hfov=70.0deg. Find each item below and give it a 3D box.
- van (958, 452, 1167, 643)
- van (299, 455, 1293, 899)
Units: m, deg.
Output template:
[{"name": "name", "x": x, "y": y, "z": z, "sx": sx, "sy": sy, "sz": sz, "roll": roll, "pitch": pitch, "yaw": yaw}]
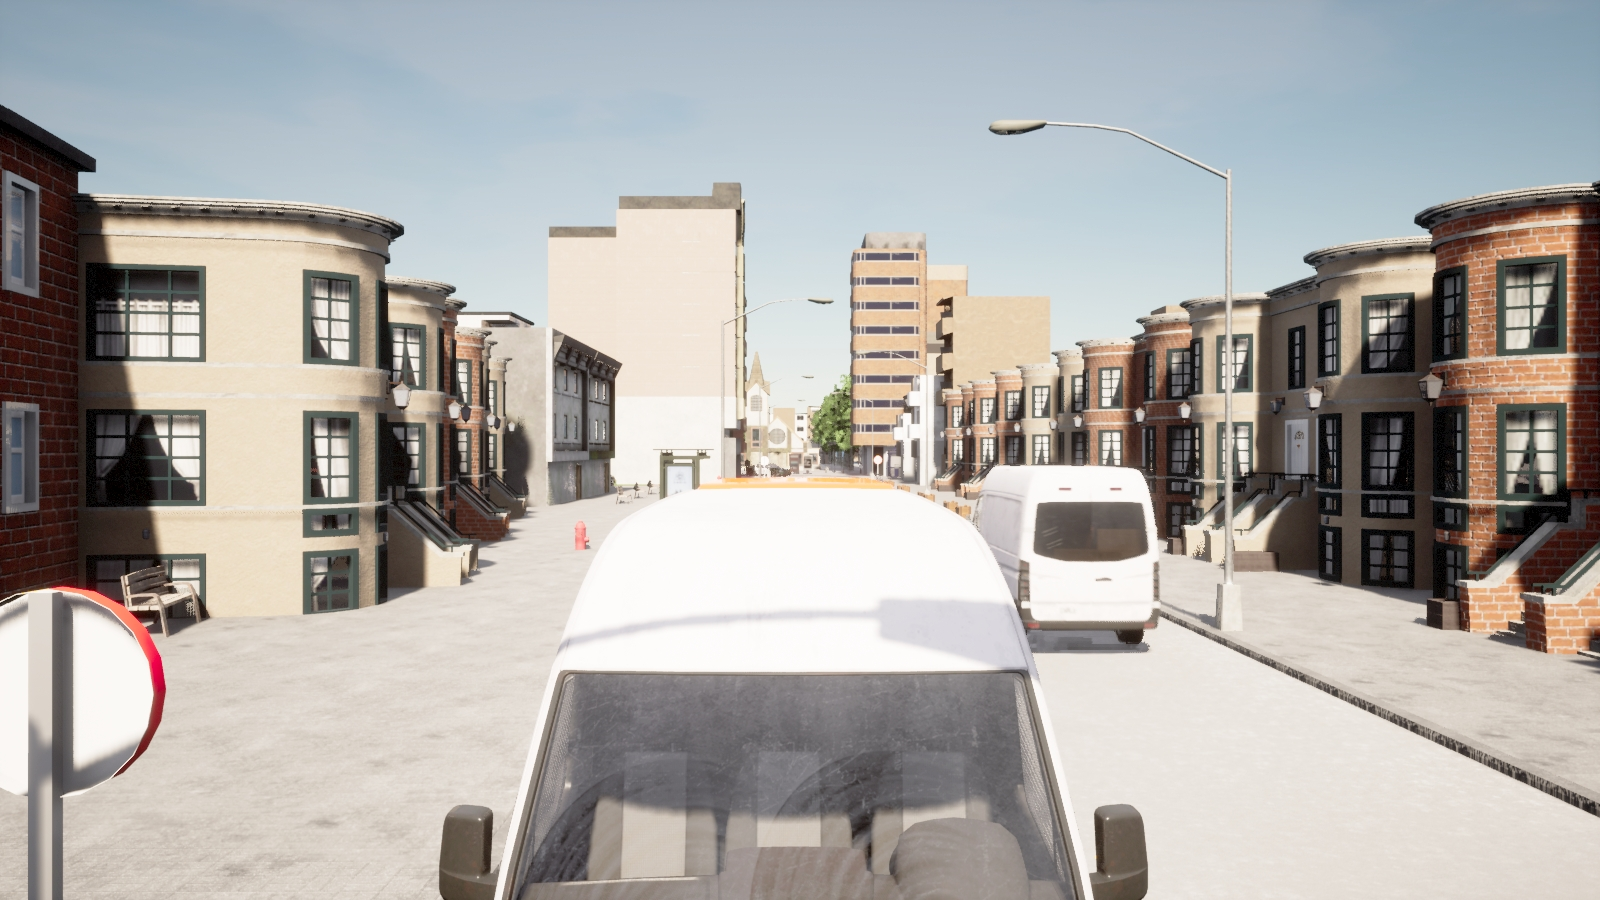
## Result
[{"name": "van", "x": 3.940, "y": 1.315, "z": 18.338, "sx": 1.988, "sy": 2.561, "sz": 5.915, "roll": 0, "pitch": 0, "yaw": 0}, {"name": "van", "x": -0.019, "y": 1.314, "z": 5.243, "sx": 1.988, "sy": 2.561, "sz": 5.915, "roll": 0, "pitch": 0, "yaw": 0}]
